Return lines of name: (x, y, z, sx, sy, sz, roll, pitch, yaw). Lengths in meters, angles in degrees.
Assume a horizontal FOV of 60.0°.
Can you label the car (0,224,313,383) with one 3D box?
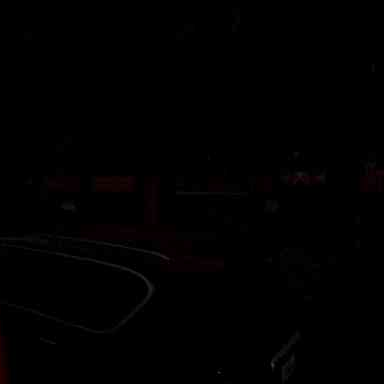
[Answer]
car: (-1.274, 1.296, 3.712, 5.009, 1.841, 2.192, 0, 0, 35)
